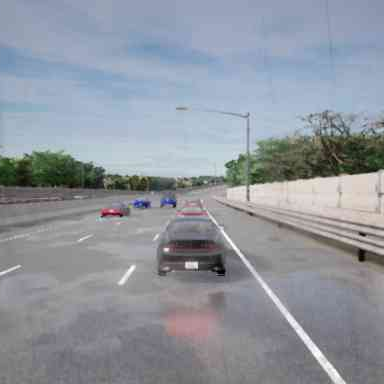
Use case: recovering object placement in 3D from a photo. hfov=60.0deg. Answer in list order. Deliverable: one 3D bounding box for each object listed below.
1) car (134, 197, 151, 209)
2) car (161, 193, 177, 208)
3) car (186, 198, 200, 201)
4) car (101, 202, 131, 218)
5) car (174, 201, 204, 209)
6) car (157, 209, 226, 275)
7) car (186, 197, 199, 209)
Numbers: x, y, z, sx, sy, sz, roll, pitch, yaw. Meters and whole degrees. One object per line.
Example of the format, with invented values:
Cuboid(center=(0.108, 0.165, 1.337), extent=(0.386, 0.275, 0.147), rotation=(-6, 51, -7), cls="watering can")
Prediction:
Cuboid(center=(-6.909, 1.487, 46.843), extent=(1.882, 1.535, 5.008), rotation=(0, 0, 0), cls="car")
Cuboid(center=(-3.411, 1.228, 49.660), extent=(2.150, 2.045, 5.566), rotation=(0, 0, 0), cls="car")
Cuboid(center=(0.074, 1.372, 33.416), extent=(2.097, 1.767, 4.553), rotation=(0, 0, 0), cls="car")
Cuboid(center=(-6.926, 1.584, 30.622), extent=(1.994, 1.385, 4.181), rotation=(0, 0, 0), cls="car")
Cuboid(center=(-0.018, 1.541, 21.225), extent=(1.812, 1.442, 4.674), rotation=(0, 0, 0), cls="car")
Cuboid(center=(-0.009, 1.514, 10.483), extent=(1.837, 1.490, 4.892), rotation=(0, 0, 0), cls="car")
Cuboid(center=(0.085, 1.535, 47.140), extent=(1.812, 1.442, 4.674), rotation=(0, 0, 0), cls="car")
